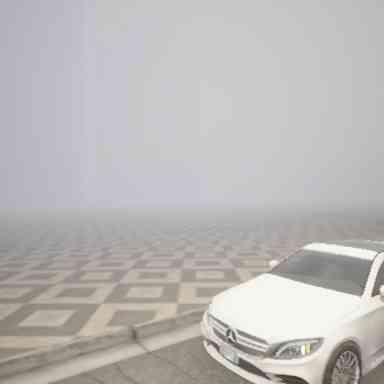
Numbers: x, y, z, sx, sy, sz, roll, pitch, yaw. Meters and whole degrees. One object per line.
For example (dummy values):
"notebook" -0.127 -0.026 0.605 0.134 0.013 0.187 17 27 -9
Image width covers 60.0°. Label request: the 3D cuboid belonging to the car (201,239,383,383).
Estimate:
"car" 2.304 1.511 5.020 4.674 1.442 1.812 0 0 -35
